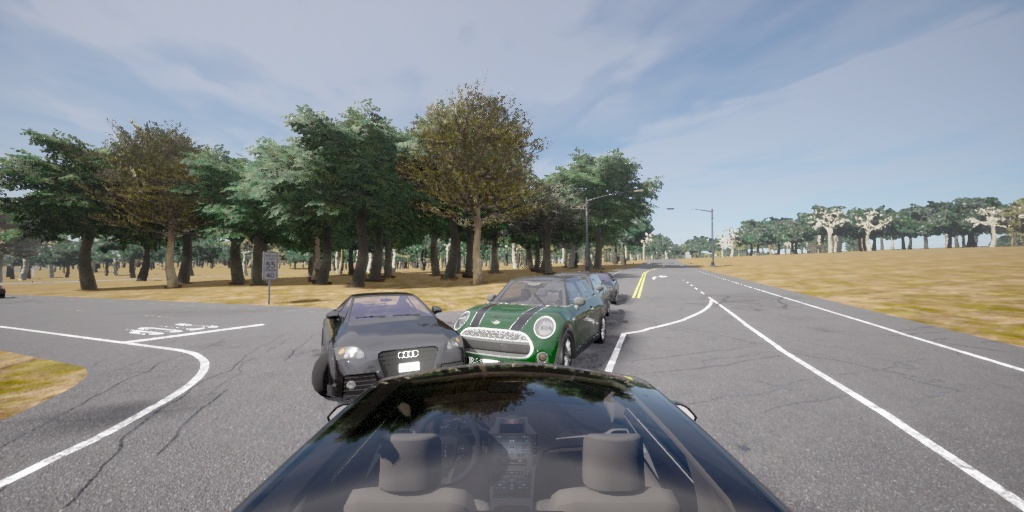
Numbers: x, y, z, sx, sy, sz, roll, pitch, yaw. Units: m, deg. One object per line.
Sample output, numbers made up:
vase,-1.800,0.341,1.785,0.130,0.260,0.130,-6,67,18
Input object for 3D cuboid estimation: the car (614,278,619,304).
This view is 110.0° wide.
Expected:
car,4.228,1.508,17.829,1.994,1.385,4.181,-1,0,19

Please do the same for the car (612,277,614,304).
car,2.031,1.343,12.103,2.097,1.767,4.553,-1,-1,21

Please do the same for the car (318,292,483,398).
car,-2.350,1.375,6.587,1.994,1.385,4.181,1,-2,-29

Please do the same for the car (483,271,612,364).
car,0.623,1.217,7.791,2.097,1.767,4.553,-1,-2,26

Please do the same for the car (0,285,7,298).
car,-40.845,2.559,27.369,4.181,1.385,1.994,-2,-3,22
